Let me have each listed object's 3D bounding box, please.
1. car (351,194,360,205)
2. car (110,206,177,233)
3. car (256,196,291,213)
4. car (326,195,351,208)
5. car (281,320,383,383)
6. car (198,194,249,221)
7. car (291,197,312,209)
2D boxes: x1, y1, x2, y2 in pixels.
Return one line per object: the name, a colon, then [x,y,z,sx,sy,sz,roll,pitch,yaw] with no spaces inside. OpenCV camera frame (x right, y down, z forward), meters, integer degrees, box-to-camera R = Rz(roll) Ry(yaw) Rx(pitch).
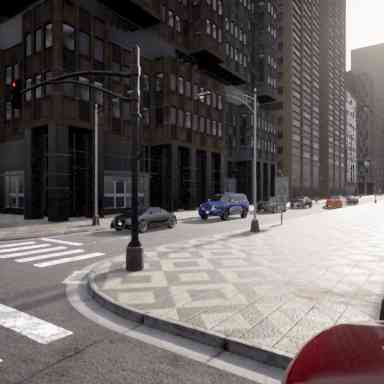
car: [26.342,1.352,55.169,2.128,1.511,4.902,0,0,35]
car: [-2.732,1.525,19.527,1.994,1.385,4.181,0,0,35]
car: [8.379,1.270,35.255,2.097,1.767,4.553,0,0,35]
car: [20.275,1.240,46.573,2.097,1.767,4.553,0,0,35]
car: [2.705,1.315,1.032,5.009,1.841,2.192,0,0,35]
car: [2.748,1.161,27.296,2.150,2.045,5.566,0,0,35]
car: [14.358,1.386,43.664,2.128,1.511,4.902,0,0,35]
